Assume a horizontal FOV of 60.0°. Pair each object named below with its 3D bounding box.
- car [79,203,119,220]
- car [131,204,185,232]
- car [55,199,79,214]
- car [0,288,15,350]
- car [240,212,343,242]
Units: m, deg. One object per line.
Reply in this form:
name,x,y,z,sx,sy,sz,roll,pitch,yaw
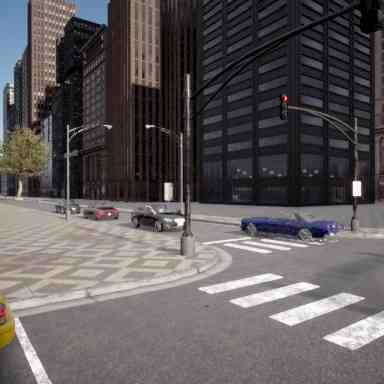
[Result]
car,-7.829,1.630,28.561,1.994,1.385,4.181,0,0,-35
car,-2.078,1.534,20.561,2.128,1.511,4.902,0,0,-36
car,-13.851,1.597,36.935,1.837,1.490,4.892,0,0,-36
car,-4.573,1.525,3.389,4.829,1.417,1.752,0,0,-36
car,4.710,1.620,16.445,4.718,1.301,1.895,0,0,45
